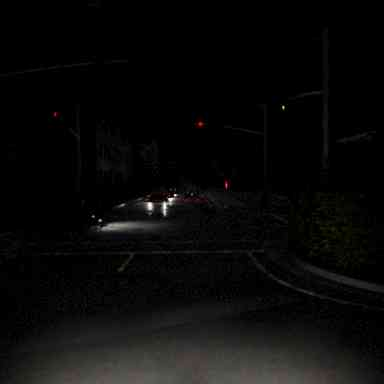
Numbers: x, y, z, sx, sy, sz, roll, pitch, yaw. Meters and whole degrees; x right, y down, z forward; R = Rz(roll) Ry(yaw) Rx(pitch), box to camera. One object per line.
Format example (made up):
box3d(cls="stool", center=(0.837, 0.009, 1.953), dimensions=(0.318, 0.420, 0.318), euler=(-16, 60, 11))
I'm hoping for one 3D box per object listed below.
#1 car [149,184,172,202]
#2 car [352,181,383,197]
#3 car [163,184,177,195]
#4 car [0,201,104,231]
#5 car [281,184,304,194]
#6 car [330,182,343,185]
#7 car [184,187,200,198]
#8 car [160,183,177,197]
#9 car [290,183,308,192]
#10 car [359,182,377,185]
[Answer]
box3d(cls="car", center=(-3.697, 0.243, 37.733), dimensions=(1.882, 1.535, 5.008), euler=(-1, 2, 0))
box3d(cls="car", center=(22.281, -0.387, 42.048), dimensions=(1.932, 1.855, 4.605), euler=(-1, 2, 0))
box3d(cls="car", center=(-3.696, -0.520, 57.542), dimensions=(2.097, 1.767, 4.553), euler=(-1, 2, 0))
box3d(cls="car", center=(-7.466, 1.165, 17.343), dimensions=(5.357, 1.411, 2.033), euler=(-2, 3, 0))
box3d(cls="car", center=(15.295, -0.426, 52.029), dimensions=(2.007, 1.523, 4.514), euler=(-1, 2, 0))
box3d(cls="car", center=(25.338, -0.927, 59.438), dimensions=(2.152, 1.636, 5.027), euler=(-1, 2, 0))
box3d(cls="car", center=(-0.008, -0.016, 45.962), dimensions=(1.812, 1.442, 4.674), euler=(-1, 2, 0))
box3d(cls="car", center=(-3.714, -0.332, 47.651), dimensions=(2.150, 2.045, 5.566), euler=(-1, 2, 0))
box3d(cls="car", center=(18.923, -0.762, 59.089), dimensions=(1.970, 1.475, 3.806), euler=(-1, 2, 0))
box3d(cls="car", center=(19.032, -0.116, 34.169), dimensions=(1.905, 1.878, 3.866), euler=(-1, 2, 0))
